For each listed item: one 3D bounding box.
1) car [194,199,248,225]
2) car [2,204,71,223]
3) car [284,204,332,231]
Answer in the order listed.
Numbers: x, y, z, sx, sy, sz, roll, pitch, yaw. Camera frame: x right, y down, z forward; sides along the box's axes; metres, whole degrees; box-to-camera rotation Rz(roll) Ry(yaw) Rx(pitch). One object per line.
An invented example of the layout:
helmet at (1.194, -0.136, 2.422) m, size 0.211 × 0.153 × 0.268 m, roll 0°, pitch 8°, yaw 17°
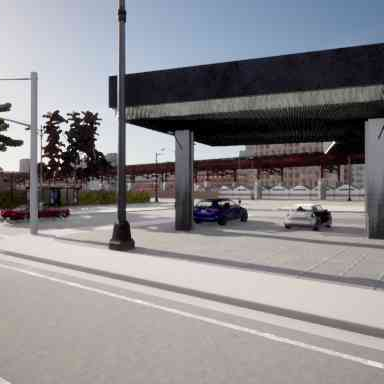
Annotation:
car at (2.057, 1.295, 22.982) m, size 2.242 × 1.667 × 4.611 m, roll 0°, pitch 0°, yaw 37°
car at (-11.955, 1.601, 25.898) m, size 1.895 × 1.301 × 4.718 m, roll 0°, pitch 0°, yaw 35°
car at (7.136, 1.456, 20.192) m, size 1.970 × 1.475 × 3.806 m, roll 0°, pitch 0°, yaw 37°
